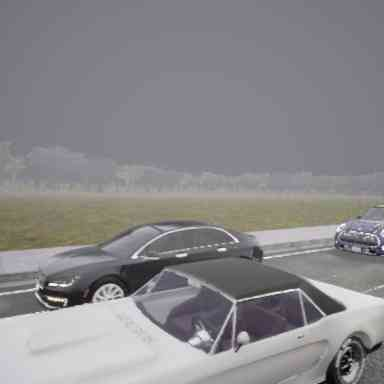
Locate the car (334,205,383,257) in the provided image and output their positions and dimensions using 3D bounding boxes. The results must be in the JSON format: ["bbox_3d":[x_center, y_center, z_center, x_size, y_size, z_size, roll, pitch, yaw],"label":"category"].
[{"bbox_3d":[7.210,1.260,11.901,4.553,1.767,2.097,0,1,-32],"label":"car"}]

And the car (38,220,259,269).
[{"bbox_3d":[-0.629,1.395,7.073,4.892,1.490,1.837,0,1,-33],"label":"car"}]

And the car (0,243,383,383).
[{"bbox_3d":[0.134,1.546,3.695,4.718,1.301,1.895,0,1,-33],"label":"car"}]
